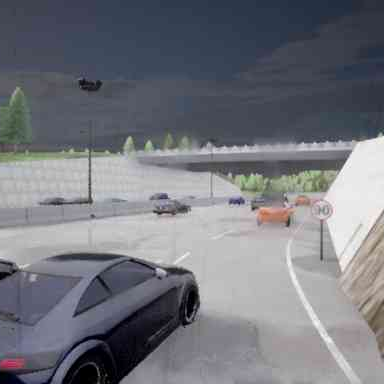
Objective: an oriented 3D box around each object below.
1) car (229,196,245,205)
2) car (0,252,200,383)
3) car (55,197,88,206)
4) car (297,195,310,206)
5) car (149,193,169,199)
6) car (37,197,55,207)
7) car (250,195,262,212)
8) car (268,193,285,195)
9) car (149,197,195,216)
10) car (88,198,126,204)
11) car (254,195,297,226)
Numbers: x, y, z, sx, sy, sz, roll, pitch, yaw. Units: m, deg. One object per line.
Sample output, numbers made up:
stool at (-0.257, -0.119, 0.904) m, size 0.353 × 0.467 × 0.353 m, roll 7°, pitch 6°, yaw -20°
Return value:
car at (7.661, 1.453, 56.700) m, size 1.882 × 1.535 × 5.008 m, roll 0°, pitch 0°, yaw 22°
car at (-1.387, 1.561, 4.795) m, size 1.994 × 1.385 × 4.181 m, roll 0°, pitch 0°, yaw 21°
car at (-15.733, 1.457, 45.313) m, size 1.882 × 1.535 × 5.008 m, roll 0°, pitch 0°, yaw 22°
car at (18.098, 1.328, 54.275) m, size 2.097 × 1.767 × 4.553 m, roll 0°, pitch 0°, yaw 22°
car at (-6.694, 1.181, 68.011) m, size 2.150 × 2.045 × 5.566 m, roll 0°, pitch 0°, yaw 22°
car at (-19.174, 1.483, 46.121) m, size 1.837 × 1.490 × 4.892 m, roll 0°, pitch 0°, yaw 22°
car at (8.145, 1.473, 38.552) m, size 2.128 × 1.511 × 4.902 m, roll 0°, pitch 0°, yaw 21°
car at (14.547, 1.200, 55.056) m, size 2.150 × 2.045 × 5.566 m, roll 0°, pitch 0°, yaw 22°
car at (-1.861, 1.533, 32.247) m, size 2.033 × 1.411 × 5.357 m, roll 0°, pitch 0°, yaw 21°
car at (-10.010, 1.459, 40.748) m, size 1.882 × 1.535 × 5.008 m, roll 0°, pitch 0°, yaw 22°
car at (5.964, 1.342, 23.377) m, size 2.097 × 1.767 × 4.553 m, roll 0°, pitch 0°, yaw 21°
